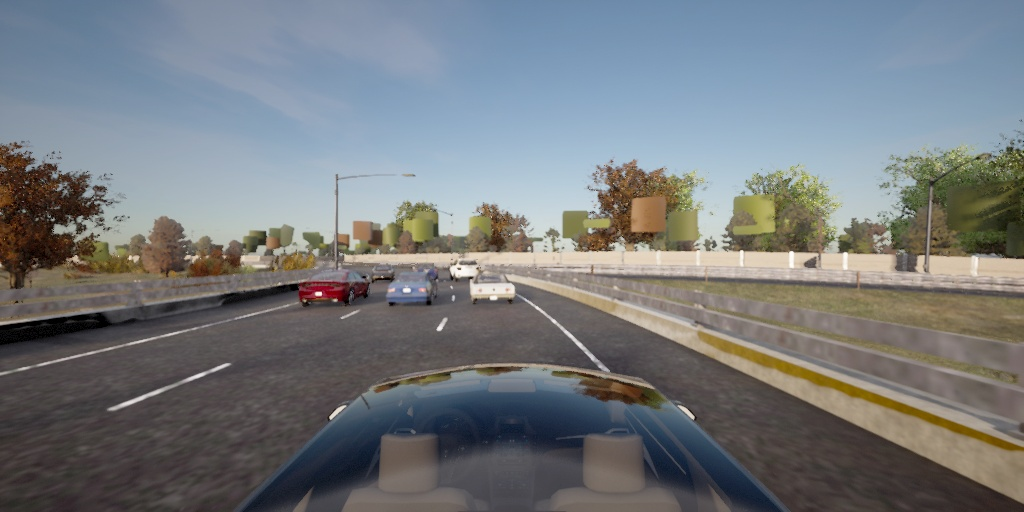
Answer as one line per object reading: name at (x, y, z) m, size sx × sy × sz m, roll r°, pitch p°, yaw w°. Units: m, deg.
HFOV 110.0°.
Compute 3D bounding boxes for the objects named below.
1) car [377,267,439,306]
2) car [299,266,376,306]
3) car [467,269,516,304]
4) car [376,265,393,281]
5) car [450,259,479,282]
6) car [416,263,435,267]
car at (-4.524, 1.439, 16.744) m, size 2.033 × 1.411 × 5.357 m, roll 0°, pitch -1°, yaw -8°
car at (-8.069, 1.371, 16.741) m, size 1.882 × 1.535 × 5.008 m, roll 0°, pitch 0°, yaw -8°
car at (-1.074, 1.497, 17.332) m, size 1.895 × 1.301 × 4.718 m, roll 0°, pitch -1°, yaw -8°
car at (-11.230, 1.524, 31.466) m, size 2.128 × 1.511 × 4.902 m, roll 0°, pitch 0°, yaw -16°
car at (-4.412, 1.261, 33.123) m, size 2.150 × 2.045 × 5.566 m, roll 0°, pitch 0°, yaw -16°
car at (-7.802, 1.387, 32.227) m, size 2.097 × 1.767 × 4.553 m, roll 0°, pitch -1°, yaw -16°
